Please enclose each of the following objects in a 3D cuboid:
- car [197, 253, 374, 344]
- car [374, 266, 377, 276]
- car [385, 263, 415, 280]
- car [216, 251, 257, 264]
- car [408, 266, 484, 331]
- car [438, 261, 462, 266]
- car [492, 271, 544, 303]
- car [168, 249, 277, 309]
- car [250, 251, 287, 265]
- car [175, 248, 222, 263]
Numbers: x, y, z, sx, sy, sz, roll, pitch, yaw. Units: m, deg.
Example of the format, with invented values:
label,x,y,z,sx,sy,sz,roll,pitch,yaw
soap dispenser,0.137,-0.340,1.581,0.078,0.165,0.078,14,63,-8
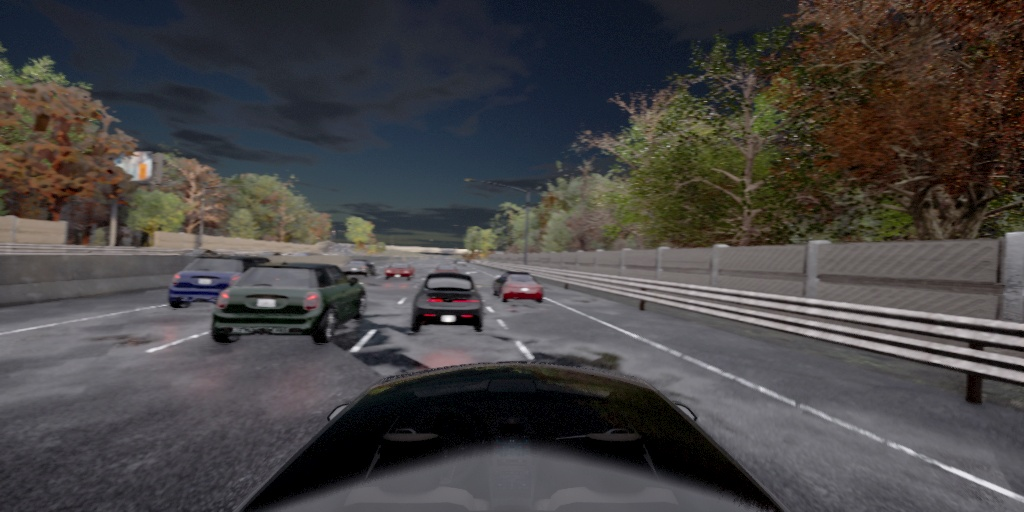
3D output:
label,x,y,z,sx,sy,sz,roll,pitch,yaw
car,-5.141,0.926,9.039,2.097,1.767,4.553,3,-1,-10
car,-12.549,0.978,29.723,1.994,1.385,4.181,3,-1,-11
car,-8.745,1.180,28.375,1.895,1.301,4.718,3,-1,-11
car,-32.975,0.187,43.037,1.895,1.301,4.718,3,-1,-10
car,-1.939,1.245,10.904,1.837,1.490,4.892,3,-1,-11
car,-5.306,1.346,29.002,1.895,1.301,4.718,3,-1,-11
car,0.206,1.466,17.920,1.994,1.385,4.181,3,-1,-11
car,-9.355,0.761,12.567,2.097,1.767,4.553,3,-1,-10
car,-29.527,0.257,43.617,1.837,1.490,4.892,3,-1,-10
car,-36.263,-0.076,41.667,1.837,1.490,4.892,3,0,-10
